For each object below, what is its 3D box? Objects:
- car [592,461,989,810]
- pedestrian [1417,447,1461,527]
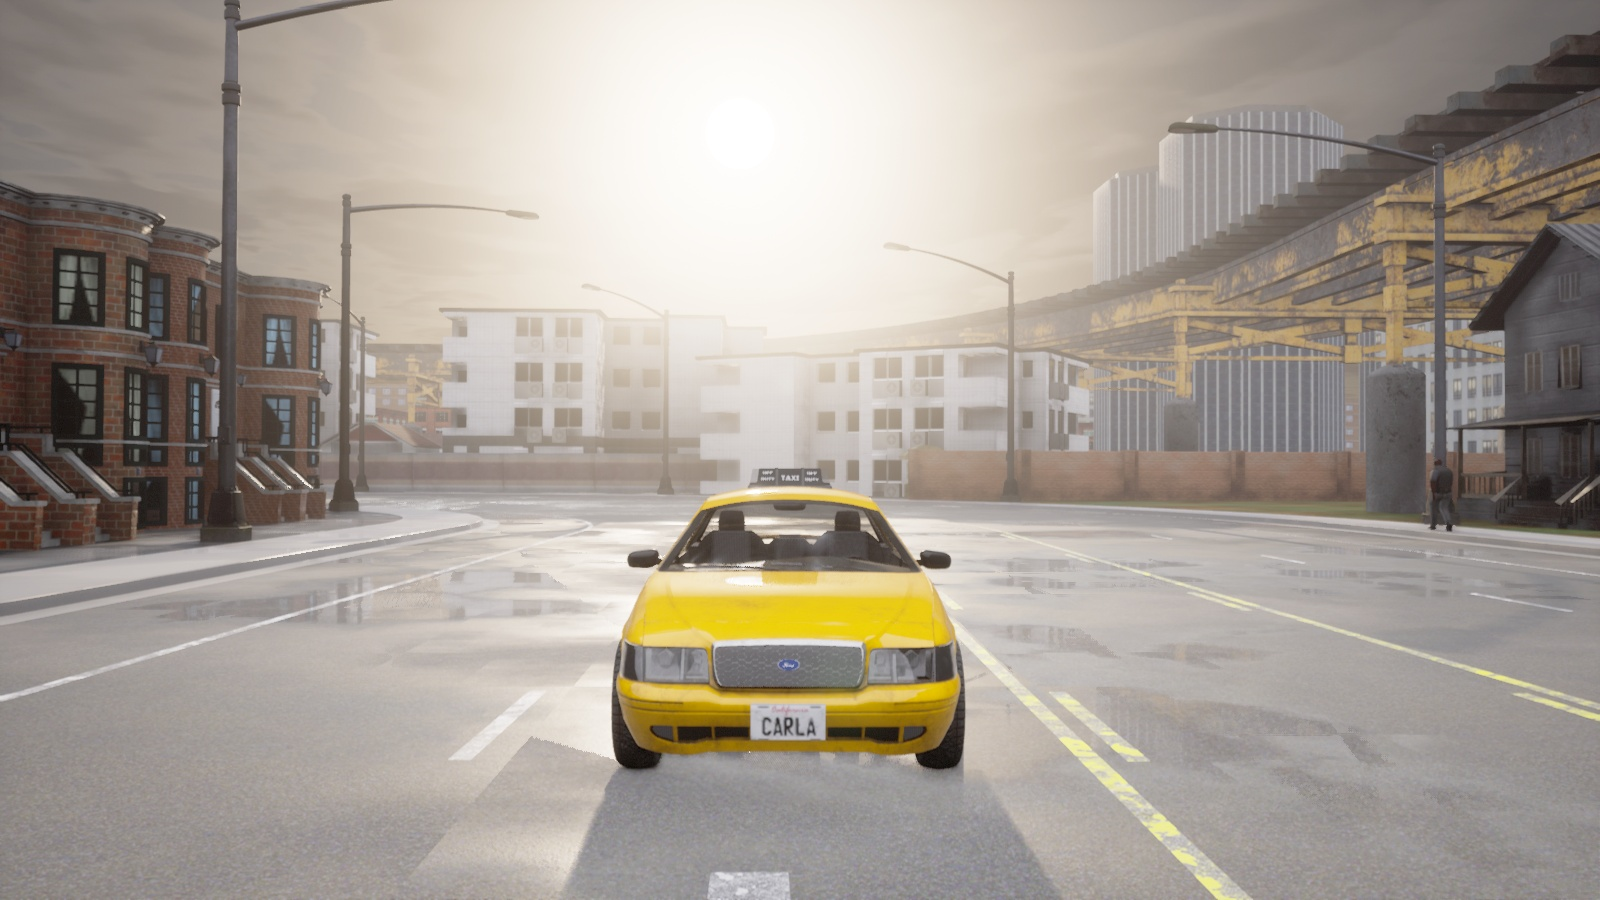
[{"bbox_3d":[-0.063,0.883,8.393,1.801,1.575,5.366,0,-1,0],"label":"car"},{"bbox_3d":[15.277,0.876,30.055,0.563,1.883,0.849,0,-1,-4],"label":"pedestrian"}]
